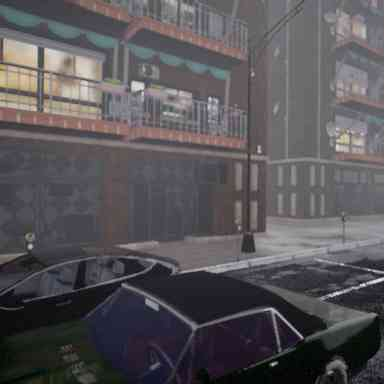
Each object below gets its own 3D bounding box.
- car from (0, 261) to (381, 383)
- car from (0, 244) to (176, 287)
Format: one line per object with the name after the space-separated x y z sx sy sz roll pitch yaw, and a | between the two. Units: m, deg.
-0.262 1.596 3.179 4.718 1.301 1.895 0 0 -35 | car
-2.117 1.563 5.029 4.313 1.339 1.947 0 1 -35 | car
